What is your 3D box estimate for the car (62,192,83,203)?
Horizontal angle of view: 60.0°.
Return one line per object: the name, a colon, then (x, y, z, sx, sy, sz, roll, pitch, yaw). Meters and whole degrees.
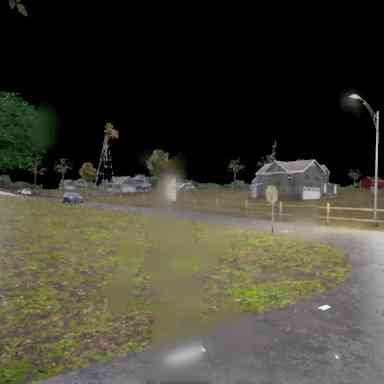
car: (-18.432, 0.777, 51.338, 2.097, 1.767, 4.553, 2, -1, -36)
